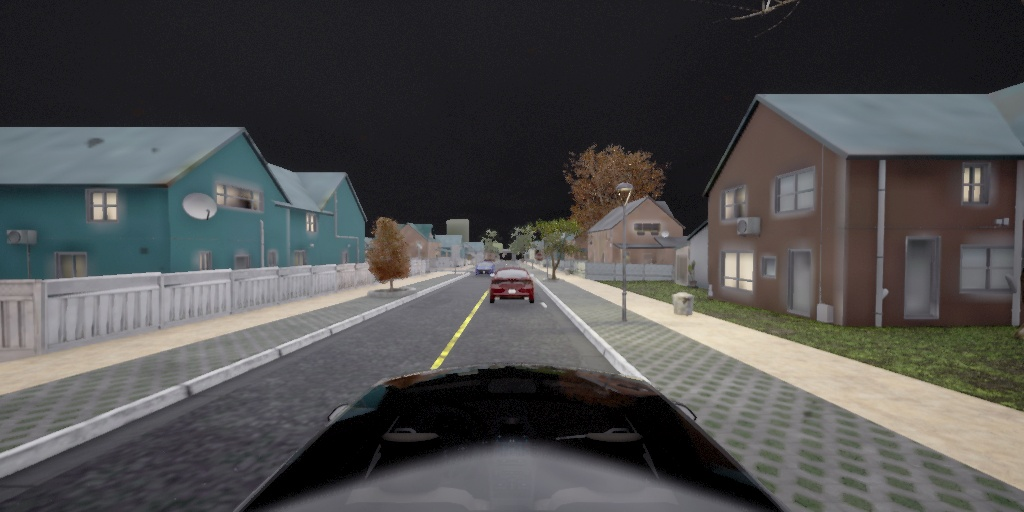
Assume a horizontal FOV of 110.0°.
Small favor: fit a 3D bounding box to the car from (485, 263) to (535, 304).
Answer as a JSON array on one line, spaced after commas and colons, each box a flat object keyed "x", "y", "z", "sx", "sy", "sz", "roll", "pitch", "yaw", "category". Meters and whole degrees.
[{"x": 0.001, "y": 1.239, "z": 16.506, "sx": 1.882, "sy": 1.535, "sz": 5.008, "roll": 0, "pitch": 0, "yaw": 0, "category": "car"}]

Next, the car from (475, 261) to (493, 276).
[{"x": -2.750, "y": 1.299, "z": 37.514, "sx": 1.882, "sy": 1.535, "sz": 5.008, "roll": 0, "pitch": 0, "yaw": 0, "category": "car"}]

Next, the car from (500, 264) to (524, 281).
[{"x": 0.001, "y": 1.393, "z": 31.541, "sx": 1.895, "sy": 1.301, "sz": 4.718, "roll": 0, "pitch": 0, "yaw": 0, "category": "car"}]
